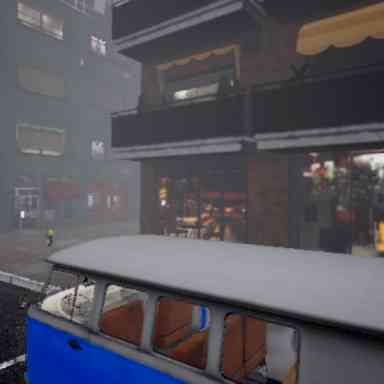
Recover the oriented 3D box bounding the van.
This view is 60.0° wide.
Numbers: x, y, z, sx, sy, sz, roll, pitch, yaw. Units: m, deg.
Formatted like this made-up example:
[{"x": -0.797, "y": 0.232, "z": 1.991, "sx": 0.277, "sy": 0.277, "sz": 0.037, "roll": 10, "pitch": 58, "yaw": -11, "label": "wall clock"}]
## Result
[{"x": 0.273, "y": 1.344, "z": 2.665, "sx": 3.998, "sy": 1.788, "sz": 1.690, "roll": 0, "pitch": 1, "yaw": 35, "label": "van"}]
